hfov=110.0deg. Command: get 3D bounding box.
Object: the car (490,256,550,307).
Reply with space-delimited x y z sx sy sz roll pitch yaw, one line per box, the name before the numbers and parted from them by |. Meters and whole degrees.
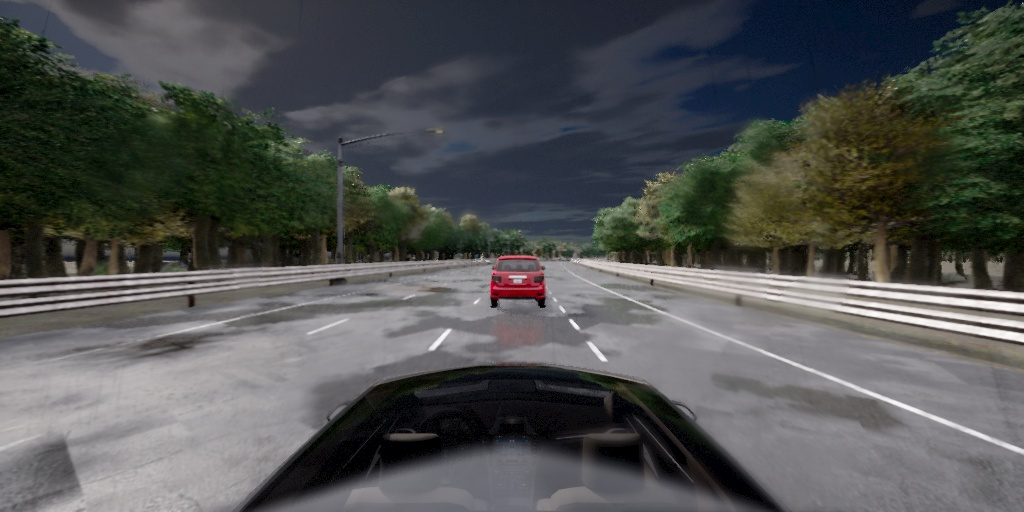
car | 0.288 1.019 15.710 2.150 2.045 5.566 0 0 2
